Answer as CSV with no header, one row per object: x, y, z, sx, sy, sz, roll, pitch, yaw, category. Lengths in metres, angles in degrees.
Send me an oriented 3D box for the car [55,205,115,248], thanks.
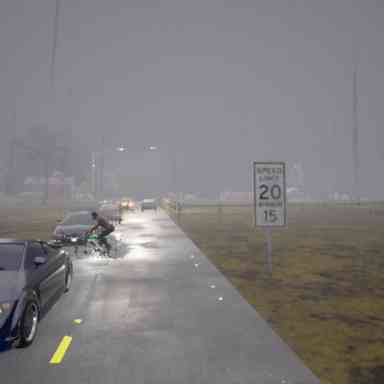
-4.699,1.525,14.719,1.837,1.490,4.892,0,0,-8,car

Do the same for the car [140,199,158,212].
-5.204,1.588,40.350,2.128,1.511,4.902,0,0,-8,car

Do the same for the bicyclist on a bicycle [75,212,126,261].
-3.040,1.469,11.019,1.656,1.620,0.582,-2,0,-8,bicyclist on a bicycle

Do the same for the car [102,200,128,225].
-6.065,1.566,24.779,1.812,1.442,4.674,0,0,-7,car

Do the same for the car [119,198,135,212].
-8.016,1.491,39.901,2.097,1.767,4.553,0,0,-8,car

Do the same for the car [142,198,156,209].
-6.605,1.702,50.684,2.033,1.411,5.357,0,0,-8,car

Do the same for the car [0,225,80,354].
-3.518,1.573,5.991,1.994,1.385,4.181,0,0,-8,car
